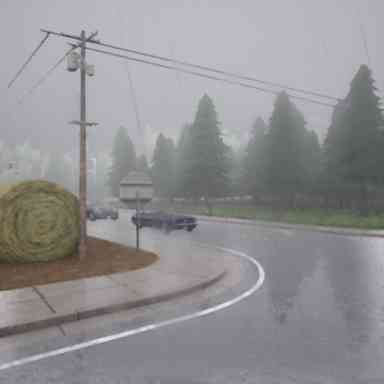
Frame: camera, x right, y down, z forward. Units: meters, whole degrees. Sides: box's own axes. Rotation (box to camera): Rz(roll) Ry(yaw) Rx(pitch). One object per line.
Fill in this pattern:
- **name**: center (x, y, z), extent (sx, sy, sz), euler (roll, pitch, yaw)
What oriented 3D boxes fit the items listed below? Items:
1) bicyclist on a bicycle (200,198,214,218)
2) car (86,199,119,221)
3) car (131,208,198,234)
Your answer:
- **bicyclist on a bicycle**: center (1.279, 1.356, 28.104), extent (1.656, 1.620, 0.582), euler (0, 0, -38)
- **car**: center (-7.862, 1.398, 27.590), extent (2.097, 1.767, 4.553), euler (0, 0, -38)
- **car**: center (-1.728, 1.648, 19.852), extent (1.895, 1.301, 4.718), euler (0, 0, -38)
